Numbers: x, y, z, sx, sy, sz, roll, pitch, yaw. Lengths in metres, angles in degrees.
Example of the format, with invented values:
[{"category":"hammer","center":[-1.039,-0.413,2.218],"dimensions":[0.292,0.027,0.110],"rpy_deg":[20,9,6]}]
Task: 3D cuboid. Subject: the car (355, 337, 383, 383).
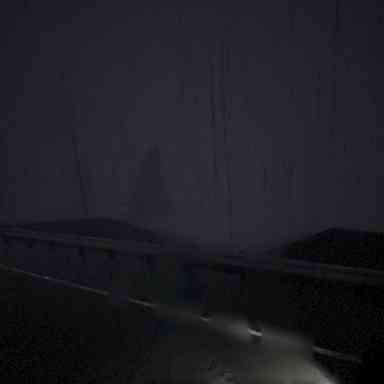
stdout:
[{"category":"car","center":[3.094,1.566,1.787],"dimensions":[4.181,1.385,1.994],"rpy_deg":[0,0,35]}]
